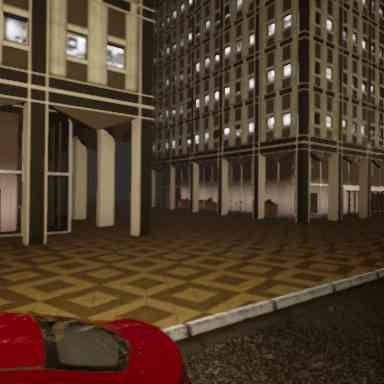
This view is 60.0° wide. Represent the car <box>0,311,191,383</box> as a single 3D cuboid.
[{"bbox_3d":[-2.062,1.525,1.596,4.674,1.442,1.812,0,0,-35],"label":"car"}]
